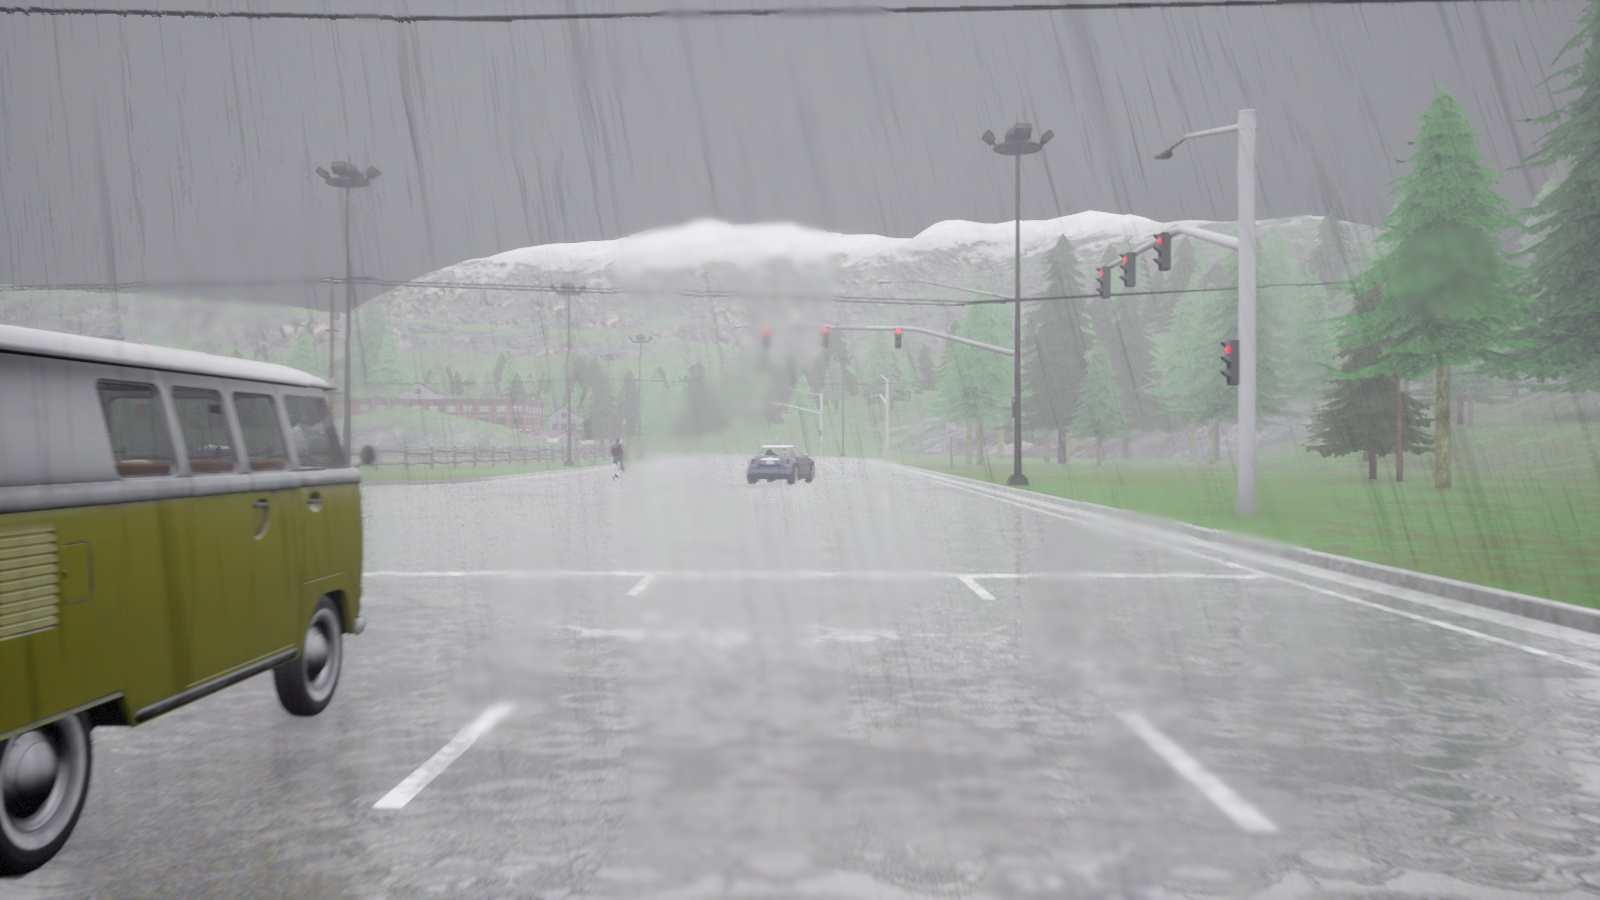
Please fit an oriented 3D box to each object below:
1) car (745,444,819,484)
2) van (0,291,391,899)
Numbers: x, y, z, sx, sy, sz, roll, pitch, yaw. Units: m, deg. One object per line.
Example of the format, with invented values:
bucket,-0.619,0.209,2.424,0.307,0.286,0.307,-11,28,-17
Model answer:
car,-0.658,0.513,49.132,1.970,1.475,3.806,0,0,14
van,-3.452,0.474,5.626,1.775,1.987,4.442,0,0,0
